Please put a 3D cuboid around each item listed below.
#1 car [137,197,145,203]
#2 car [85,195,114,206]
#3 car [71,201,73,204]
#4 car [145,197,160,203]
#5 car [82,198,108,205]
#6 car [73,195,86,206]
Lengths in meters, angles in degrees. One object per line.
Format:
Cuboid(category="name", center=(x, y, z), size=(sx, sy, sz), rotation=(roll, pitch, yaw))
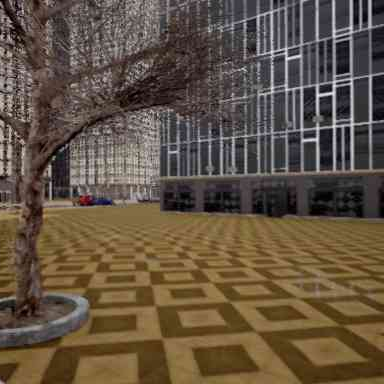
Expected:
Cuboid(category="car", center=(-10.230, 1.834, 74.734), size=(1.895, 1.301, 4.718), rotation=(0, 0, 30))
Cuboid(category="car", center=(-16.050, 1.648, 59.453), size=(2.097, 1.767, 4.553), rotation=(0, -1, 34))
Cuboid(category="car", center=(-22.056, 1.911, 68.084), size=(2.033, 1.411, 5.357), rotation=(0, -1, 34))
Cuboid(category="car", center=(-7.450, 1.816, 73.050), size=(1.895, 1.301, 4.718), rotation=(0, 0, 30))
Cuboid(category="car", center=(-19.316, 1.949, 66.336), size=(1.895, 1.301, 4.718), rotation=(0, -1, 34))
Cuboid(category="car", center=(-18.493, 1.543, 61.648), size=(2.150, 2.045, 5.566), rotation=(0, -1, 34))
